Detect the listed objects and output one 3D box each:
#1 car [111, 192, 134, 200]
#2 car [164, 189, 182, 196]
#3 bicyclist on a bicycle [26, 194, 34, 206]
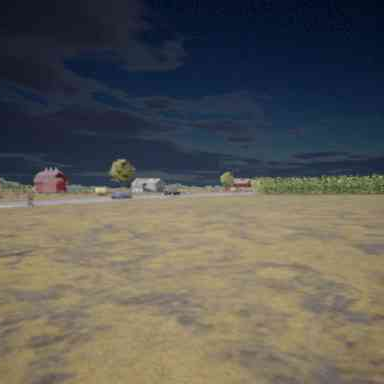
[{"bbox_3d":[-12.628,0.619,60.584,1.994,1.385,4.181,1,2,36],"label":"car"},{"bbox_3d":[-4.102,0.138,72.570,1.837,1.490,4.892,1,2,35],"label":"car"},{"bbox_3d":[-20.674,1.017,42.385,1.656,1.620,0.582,0,1,35],"label":"bicyclist on a bicycle"}]
